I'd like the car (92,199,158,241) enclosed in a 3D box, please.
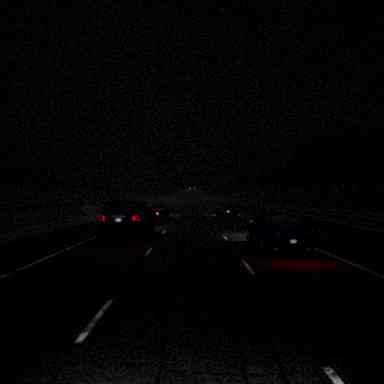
[{"bbox_3d":[-3.380,1.413,17.961,2.150,2.045,5.566,0,-1,0],"label":"car"}]

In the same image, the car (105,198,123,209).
[{"bbox_3d":[-13.975,2.023,59.938,2.097,1.767,4.553,0,-1,1],"label":"car"}]

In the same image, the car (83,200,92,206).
[{"bbox_3d":[-17.470,2.026,60.181,2.097,1.767,4.553,0,-1,1],"label":"car"}]

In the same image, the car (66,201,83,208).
[{"bbox_3d":[-20.966,2.230,59.594,1.994,1.385,4.181,0,-1,1],"label":"car"}]

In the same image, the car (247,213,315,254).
[{"bbox_3d":[3.614,1.629,14.303,1.882,1.535,5.008,0,-1,0],"label":"car"}]

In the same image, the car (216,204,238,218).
[{"bbox_3d":[3.638,1.946,35.249,1.994,1.385,4.181,0,-1,0],"label":"car"}]

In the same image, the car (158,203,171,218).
[{"bbox_3d":[-3.362,1.882,34.830,1.837,1.490,4.892,0,-1,0],"label":"car"}]
